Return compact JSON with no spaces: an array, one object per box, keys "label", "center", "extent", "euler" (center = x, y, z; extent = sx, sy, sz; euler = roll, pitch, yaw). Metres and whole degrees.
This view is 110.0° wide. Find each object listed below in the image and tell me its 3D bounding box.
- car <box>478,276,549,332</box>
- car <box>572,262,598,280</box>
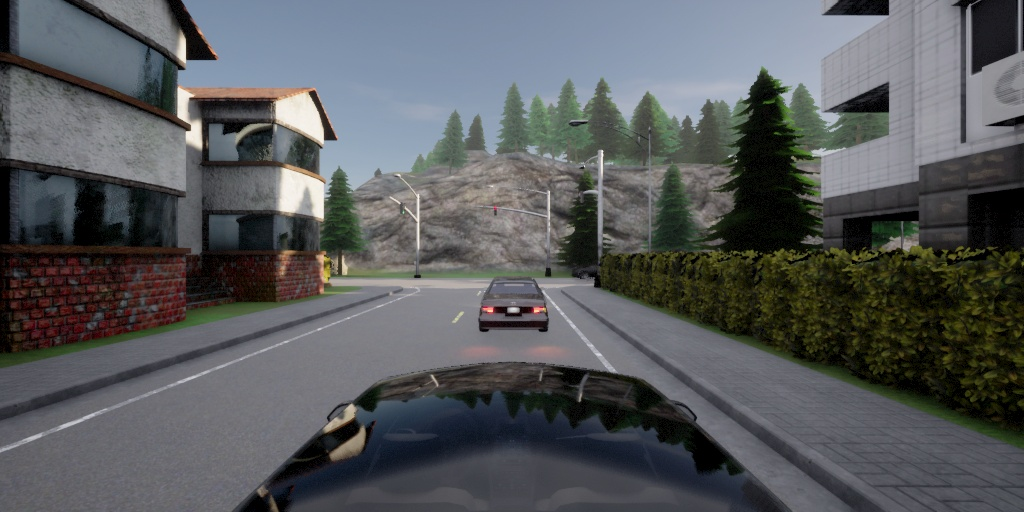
[{"label":"car","center":[0.055,1.297,10.810],"extent":[2.033,1.411,5.357],"euler":[0,0,1]},{"label":"car","center":[7.547,1.228,30.306],"extent":[5.008,1.535,1.882],"euler":[0,0,-1]}]
